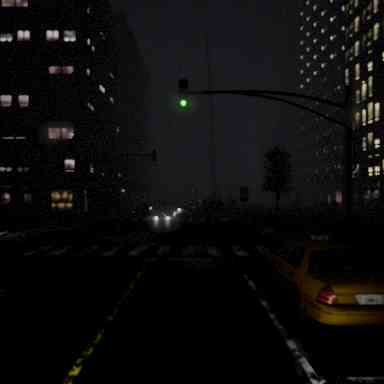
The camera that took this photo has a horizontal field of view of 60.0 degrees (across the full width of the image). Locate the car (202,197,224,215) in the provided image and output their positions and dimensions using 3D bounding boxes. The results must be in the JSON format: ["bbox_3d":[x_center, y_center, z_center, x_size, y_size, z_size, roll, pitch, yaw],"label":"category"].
[{"bbox_3d":[2.698,1.707,39.528,2.192,1.841,5.009,0,-1,0],"label":"car"}]

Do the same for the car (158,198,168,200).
[{"bbox_3d":[-5.675,2.120,56.107,2.008,1.369,4.403,0,-1,0],"label":"car"}]

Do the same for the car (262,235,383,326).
[{"bbox_3d":[2.689,1.596,7.285,1.752,1.417,4.829,0,-1,0],"label":"car"}]

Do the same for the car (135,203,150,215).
[{"bbox_3d":[-5.680,1.943,39.528,2.008,1.369,4.403,0,-1,0],"label":"car"}]

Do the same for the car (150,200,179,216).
[{"bbox_3d":[-3.055,1.923,37.928,2.033,1.411,5.357,0,-1,3],"label":"car"}]

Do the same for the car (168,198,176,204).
[{"bbox_3d":[-5.663,2.554,94.790,1.887,1.381,4.507,0,-1,0],"label":"car"}]

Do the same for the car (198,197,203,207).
[{"bbox_3d":[2.705,1.946,61.632,2.192,1.841,5.009,0,-1,0],"label":"car"}]

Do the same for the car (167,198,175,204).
[{"bbox_3d":[-5.664,2.468,89.095,1.752,1.417,4.829,0,-1,0],"label":"car"}]

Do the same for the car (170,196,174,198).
[{"bbox_3d":[-5.669,2.258,78.213,1.967,1.590,4.097,0,-1,0],"label":"car"}]

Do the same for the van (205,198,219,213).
[{"bbox_3d":[2.700,1.791,45.053,1.690,1.788,3.998,0,-1,0],"label":"van"}]

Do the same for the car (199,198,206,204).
[{"bbox_3d":[2.716,2.472,89.432,1.752,1.417,4.829,0,-1,0],"label":"car"}]

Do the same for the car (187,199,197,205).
[{"bbox_3d":[0.025,2.349,78.770,2.128,1.511,4.902,0,-1,0],"label":"car"}]

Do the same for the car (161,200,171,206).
[{"bbox_3d":[-5.670,2.337,72.686,1.802,1.307,4.206,0,-1,0],"label":"car"}]

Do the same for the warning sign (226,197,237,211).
[{"bbox_3d":[5.086,1.542,42.786,1.300,1.860,1.060,0,0,0],"label":"warning sign"}]

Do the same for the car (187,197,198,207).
[{"bbox_3d":[0.125,2.214,68.613,1.837,1.490,4.892,0,-1,0],"label":"car"}]

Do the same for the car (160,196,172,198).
[{"bbox_3d":[-5.673,2.133,67.161,1.967,1.590,4.097,0,-1,0],"label":"car"}]

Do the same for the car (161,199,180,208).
[{"bbox_3d":[-3.079,2.044,47.897,1.994,1.385,4.181,0,-1,0],"label":"car"}]

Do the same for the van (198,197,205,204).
[{"bbox_3d":[2.716,2.351,94.790,1.690,1.788,3.998,0,-1,0],"label":"van"}]

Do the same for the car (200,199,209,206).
[{"bbox_3d":[2.710,2.300,72.683,1.887,1.381,4.507,0,-1,0],"label":"car"}]
